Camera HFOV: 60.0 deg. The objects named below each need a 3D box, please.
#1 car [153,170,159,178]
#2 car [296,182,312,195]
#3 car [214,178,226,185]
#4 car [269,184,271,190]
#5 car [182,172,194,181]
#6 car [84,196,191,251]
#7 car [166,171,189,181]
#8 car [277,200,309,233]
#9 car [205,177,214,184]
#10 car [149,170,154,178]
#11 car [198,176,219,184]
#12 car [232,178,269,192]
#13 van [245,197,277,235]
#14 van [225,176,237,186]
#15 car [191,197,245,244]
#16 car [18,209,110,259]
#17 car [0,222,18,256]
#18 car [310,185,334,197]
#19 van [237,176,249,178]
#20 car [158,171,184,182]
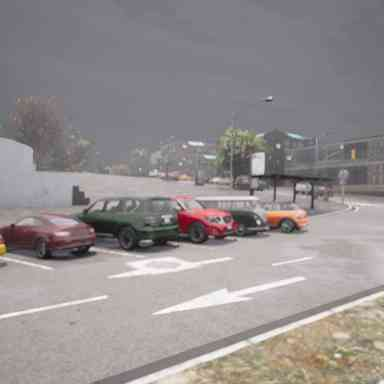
[{"bbox_3d":[-6.979,-4.259,84.799,2.185,1.767,4.553,4,1,33],"label":"car"},{"bbox_3d":[17.431,-0.597,50.418,2.435,2.045,5.566,7,3,35],"label":"car"},{"bbox_3d":[7.122,-1.985,65.344,1.946,1.575,5.366,7,3,35],"label":"car"},{"bbox_3d":[12.204,-1.164,57.792,2.231,1.521,4.892,7,3,35],"label":"car"},{"bbox_3d":[-1.586,-3.350,77.616,1.946,1.575,5.366,7,3,34],"label":"car"},{"bbox_3d":[-3.150,1.228,14.289,5.566,2.045,2.435,-1,0,35],"label":"car"},{"bbox_3d":[-3.443,-3.872,79.871,2.435,2.045,5.566,7,4,34],"label":"car"},{"bbox_3d":[4.301,1.337,19.430,4.553,1.767,2.185,-1,0,35],"label":"car"},{"bbox_3d":[5.285,-2.216,67.661,2.002,1.452,4.674,7,4,35],"label":"car"},{"bbox_3d":[-8.756,-4.536,87.142,2.435,2.045,5.566,1,-1,34],"label":"car"},{"bbox_3d":[3.537,-2.490,70.119,2.002,1.452,4.674,7,3,35],"label":"car"},{"bbox_3d":[8.344,-0.794,47.853,1.994,1.385,4.181,2,4,-36],"label":"car"},{"bbox_3d":[1.895,1.241,17.674,4.442,1.987,1.878,-1,-1,35],"label":"van"},{"bbox_3d":[8.702,-1.936,62.617,1.878,1.987,4.442,7,4,35],"label":"van"},{"bbox_3d":[-0.640,1.222,15.999,5.566,2.045,2.435,-1,-1,35],"label":"car"},{"bbox_3d":[-5.573,1.525,12.527,4.674,1.452,2.002,-1,0,35],"label":"car"},{"bbox_3d":[-8.176,1.491,10.894,5.366,1.575,1.946,-1,0,34],"label":"car"},{"bbox_3d":[19.128,-0.034,47.951,2.002,1.452,4.674,7,3,35],"label":"car"},{"bbox_3d":[10.437,-1.662,60.149,1.878,1.987,4.442,7,4,35],"label":"van"},{"bbox_3d":[-4.154,-2.747,65.362,1.994,1.385,4.181,2,4,-35],"label":"car"}]
